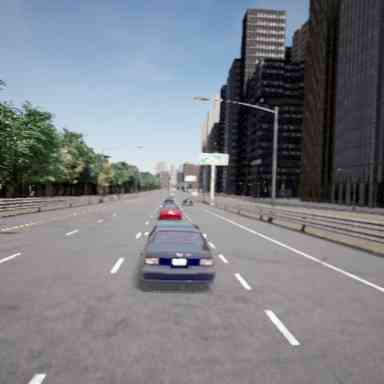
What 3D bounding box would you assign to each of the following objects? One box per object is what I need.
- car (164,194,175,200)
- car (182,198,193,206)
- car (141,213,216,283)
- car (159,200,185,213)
[{"bbox_3d":[-4.376,1.735,64.266,1.837,1.490,4.892,2,0,-4],"label":"car"},{"bbox_3d":[-0.878,1.871,65.859,1.837,1.490,4.892,2,-1,-4],"label":"car"},{"bbox_3d":[-0.463,1.601,9.855,2.033,1.411,5.357,2,0,-4],"label":"car"},{"bbox_3d":[-1.931,1.699,29.825,1.994,1.385,4.181,2,0,-4],"label":"car"}]
